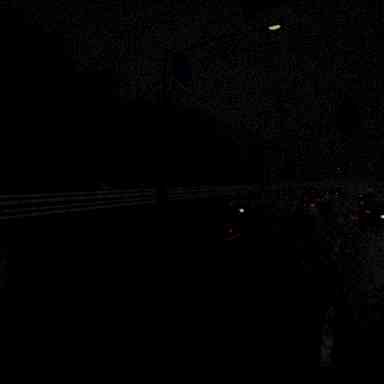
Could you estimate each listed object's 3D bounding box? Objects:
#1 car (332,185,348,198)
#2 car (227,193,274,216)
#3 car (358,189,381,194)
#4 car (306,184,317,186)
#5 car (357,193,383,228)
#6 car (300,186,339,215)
[{"bbox_3d":[19.354,-0.089,44.035,1.837,1.490,4.892,3,3,27],"label":"car"},{"bbox_3d":[3.829,0.688,20.956,1.895,1.301,4.718,3,3,26],"label":"car"},{"bbox_3d":[17.348,0.430,32.564,1.812,1.442,4.674,3,3,28],"label":"car"},{"bbox_3d":[16.908,-0.295,46.924,1.837,1.490,4.892,3,3,27],"label":"car"},{"bbox_3d":[9.464,1.012,16.616,1.994,1.385,4.181,3,3,26],"label":"car"},{"bbox_3d":[8.638,0.621,22.828,2.128,1.511,4.902,3,3,26],"label":"car"}]
